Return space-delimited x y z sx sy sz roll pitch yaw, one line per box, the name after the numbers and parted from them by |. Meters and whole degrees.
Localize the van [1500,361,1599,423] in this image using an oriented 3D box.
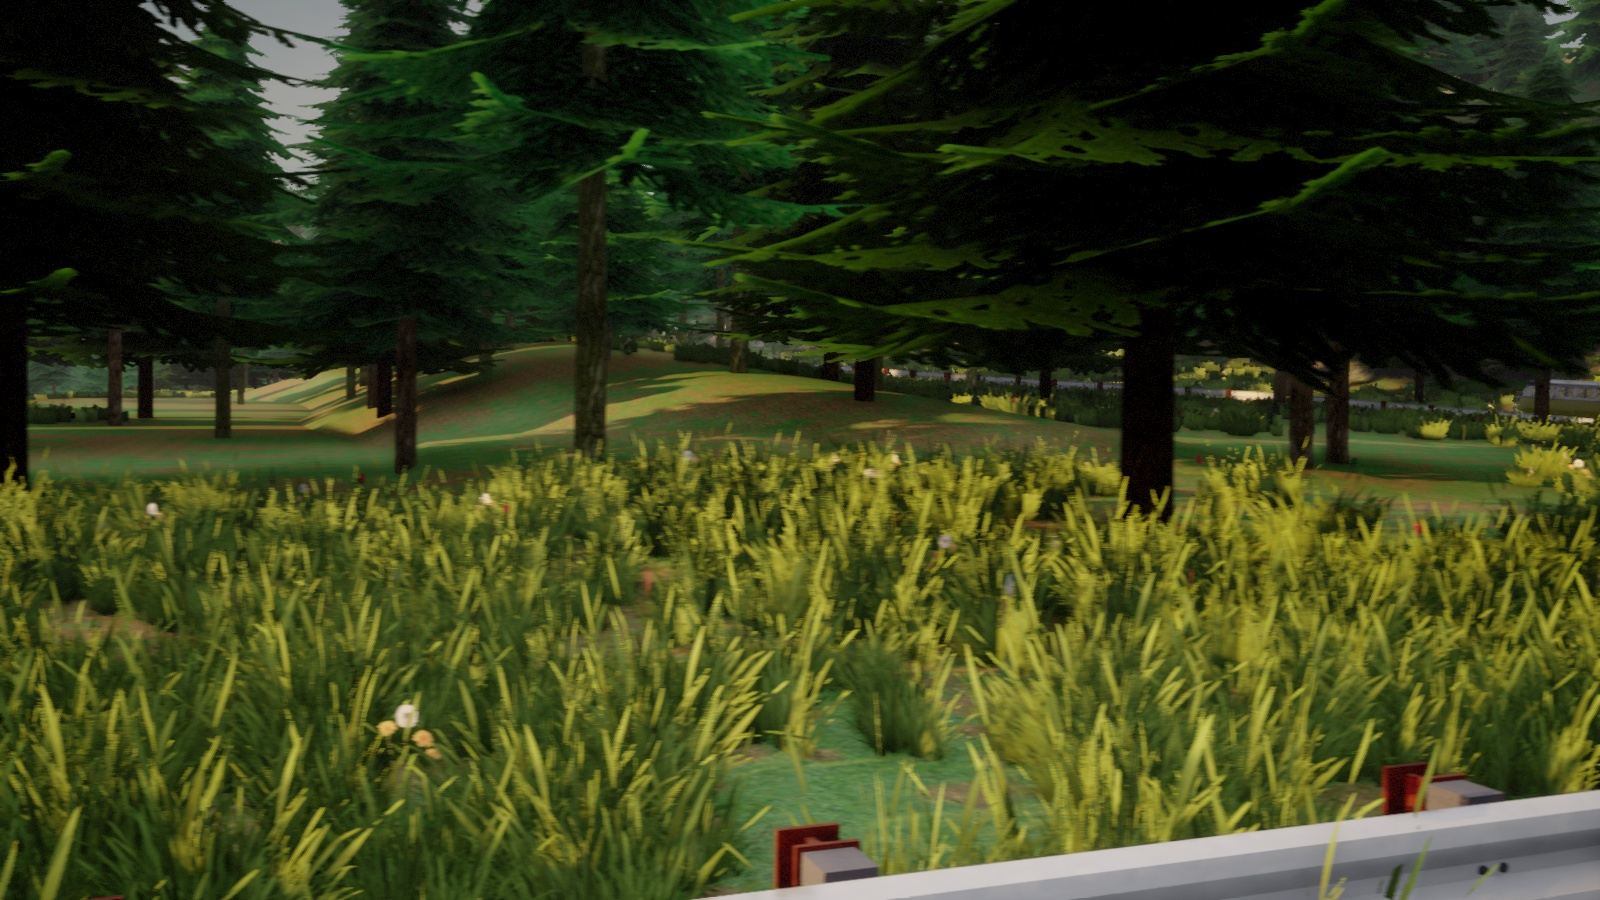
26.951 -1.971 43.356 4.442 1.987 1.775 6 5 42 | van
